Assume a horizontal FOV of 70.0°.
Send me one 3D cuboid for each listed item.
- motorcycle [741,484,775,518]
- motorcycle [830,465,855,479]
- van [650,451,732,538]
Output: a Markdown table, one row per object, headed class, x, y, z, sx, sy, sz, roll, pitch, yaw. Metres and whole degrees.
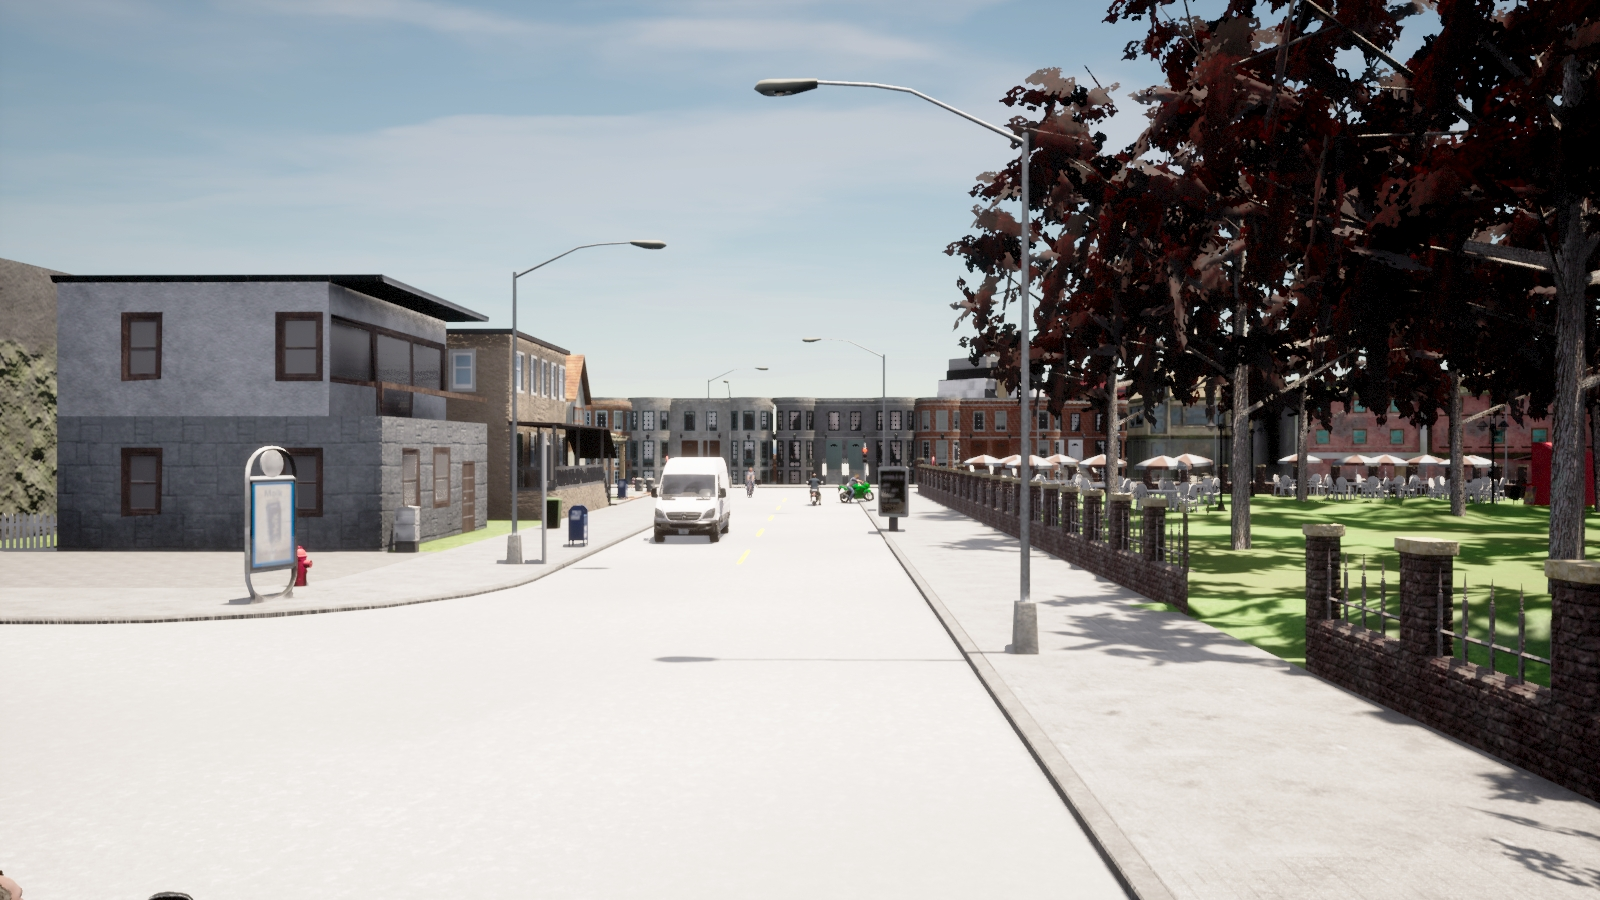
| class | x | y | z | sx | sy | sz | roll | pitch | yaw |
| --- | --- | --- | --- | --- | --- | --- | --- | --- | --- |
| motorcycle | -1.677 | 1.985 | 45.065 | 0.867 | 1.251 | 2.209 | 0 | 0 | -15 |
| motorcycle | 3.779 | 1.939 | 101.151 | 2.033 | 1.145 | 0.803 | -5 | -2 | 27 |
| van | -3.393 | 1.314 | 36.728 | 1.988 | 2.561 | 5.915 | 0 | 0 | 1 |
